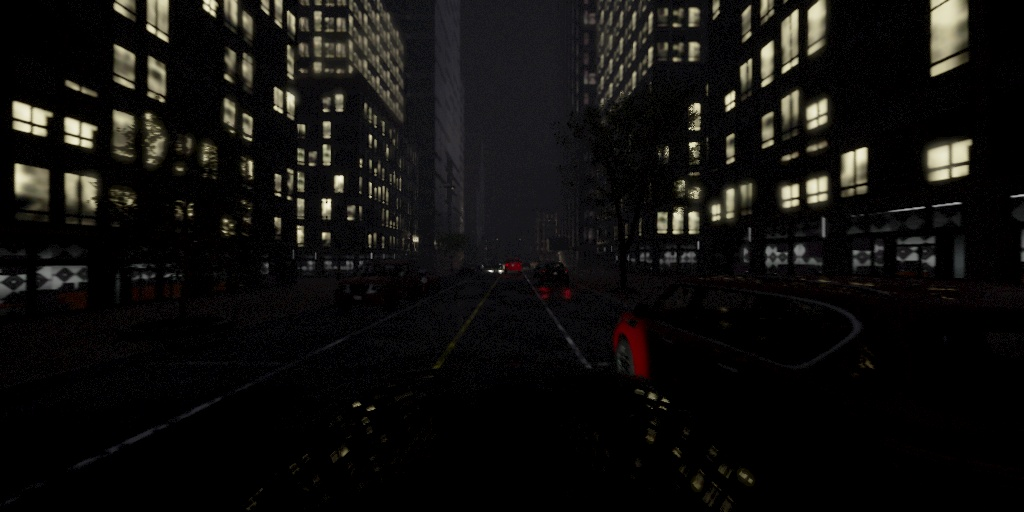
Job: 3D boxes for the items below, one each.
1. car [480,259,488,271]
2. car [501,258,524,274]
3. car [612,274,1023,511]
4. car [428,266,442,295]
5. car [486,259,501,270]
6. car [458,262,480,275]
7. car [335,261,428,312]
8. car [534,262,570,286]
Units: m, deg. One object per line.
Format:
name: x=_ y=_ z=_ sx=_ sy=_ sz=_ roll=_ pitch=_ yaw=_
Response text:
car: x=-5.196 y=1.575 z=53.709 sx=2.007 sy=1.370 sz=4.403 roll=0 pitch=0 yaw=0
car: x=0.125 y=1.248 z=46.096 sx=2.150 sy=2.045 sz=5.566 roll=0 pitch=0 yaw=1
car: x=2.581 y=1.078 z=3.667 sx=2.192 sy=1.841 sz=5.009 roll=0 pitch=0 yaw=0
car: x=-5.275 y=1.282 z=20.358 sx=1.967 sy=1.591 sz=4.097 roll=0 pitch=0 yaw=0
car: x=-2.654 y=1.414 z=59.998 sx=2.097 sy=1.767 sz=4.553 roll=0 pitch=0 yaw=1
car: x=-5.222 y=1.403 z=42.593 sx=1.967 sy=1.591 sz=4.097 roll=0 pitch=0 yaw=0
car: x=-5.288 y=1.127 z=14.800 sx=2.192 sy=1.841 sz=5.009 roll=0 pitch=0 yaw=0
car: x=3.045 y=1.240 z=27.264 sx=2.097 sy=1.767 sz=4.553 roll=0 pitch=0 yaw=0
